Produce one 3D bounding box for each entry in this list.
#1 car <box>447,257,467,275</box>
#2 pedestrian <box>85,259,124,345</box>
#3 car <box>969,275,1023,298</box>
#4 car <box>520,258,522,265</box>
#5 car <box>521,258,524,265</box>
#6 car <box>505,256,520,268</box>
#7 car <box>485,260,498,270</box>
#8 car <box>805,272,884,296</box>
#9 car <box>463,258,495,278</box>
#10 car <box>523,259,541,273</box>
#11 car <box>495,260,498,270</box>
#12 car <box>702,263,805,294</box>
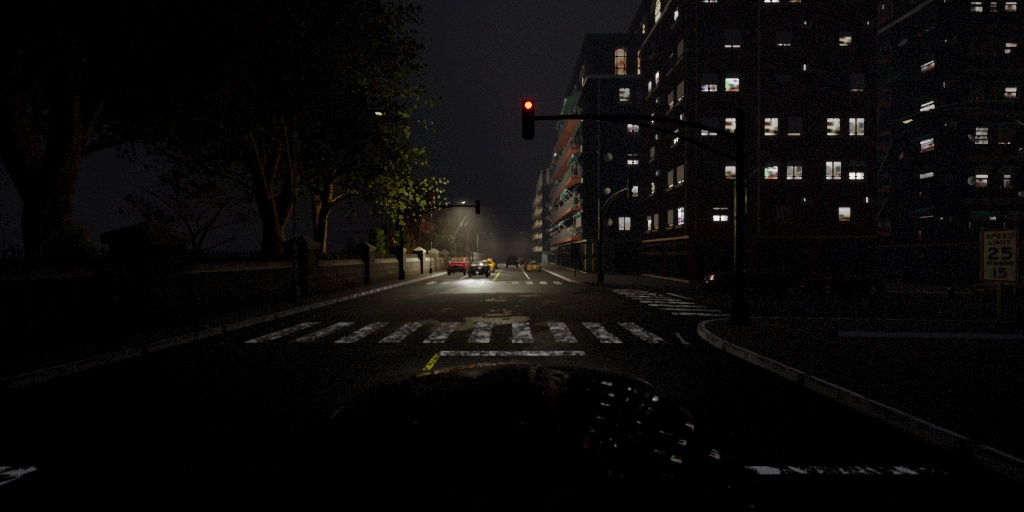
[{"bbox_3d":[-5.691,1.069,38.820,2.192,1.841,5.009,0,0,0],"label":"car"},{"bbox_3d":[-8.395,0.893,7.391,0.375,1.860,0.375,0,0,0],"label":"pedestrian"},{"bbox_3d":[31.515,1.857,22.290,4.829,1.417,1.751,0,0,0],"label":"car"},{"bbox_3d":[2.689,1.315,55.427,2.007,1.370,4.403,0,0,0],"label":"car"},{"bbox_3d":[2.689,1.306,49.891,1.888,1.381,4.507,0,0,0],"label":"car"},{"bbox_3d":[-0.001,0.993,63.751,2.150,2.045,5.566,0,0,0],"label":"car"},{"bbox_3d":[-3.090,1.290,54.440,1.812,1.442,4.674,0,0,0],"label":"car"},{"bbox_3d":[20.293,1.671,22.255,4.507,1.381,1.888,0,0,0],"label":"car"},{"bbox_3d":[-3.088,1.245,34.761,2.128,1.511,4.902,0,0,0],"label":"car"},{"bbox_3d":[2.689,1.283,44.526,1.751,1.417,4.829,0,0,0],"label":"car"},{"bbox_3d":[-3.092,1.235,44.262,1.882,1.535,5.008,0,0,0],"label":"car"},{"bbox_3d":[14.598,1.338,22.236,5.009,1.841,2.192,0,0,0],"label":"car"}]
